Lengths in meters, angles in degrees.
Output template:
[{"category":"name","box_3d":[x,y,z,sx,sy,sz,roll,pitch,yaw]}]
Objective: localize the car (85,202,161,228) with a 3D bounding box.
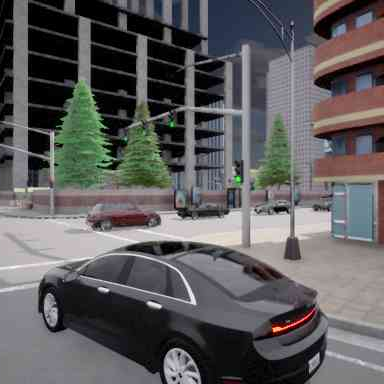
[{"category":"car","box_3d":[-4.199,1.404,20.833,4.553,1.767,2.097,0,0,-36]}]

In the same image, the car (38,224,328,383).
[{"category":"car","box_3d":[-0.562,1.505,5.029,4.892,1.490,1.837,0,0,41]}]

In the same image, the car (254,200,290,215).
[{"category":"car","box_3d":[8.581,1.549,34.515,4.902,1.511,2.128,0,0,-36]}]

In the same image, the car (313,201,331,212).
[{"category":"car","box_3d":[16.673,1.409,40.275,4.553,1.767,2.097,0,0,-35]}]

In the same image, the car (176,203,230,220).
[{"category":"car","box_3d":[0.993,1.658,29.091,4.718,1.301,1.895,0,0,-36]}]
